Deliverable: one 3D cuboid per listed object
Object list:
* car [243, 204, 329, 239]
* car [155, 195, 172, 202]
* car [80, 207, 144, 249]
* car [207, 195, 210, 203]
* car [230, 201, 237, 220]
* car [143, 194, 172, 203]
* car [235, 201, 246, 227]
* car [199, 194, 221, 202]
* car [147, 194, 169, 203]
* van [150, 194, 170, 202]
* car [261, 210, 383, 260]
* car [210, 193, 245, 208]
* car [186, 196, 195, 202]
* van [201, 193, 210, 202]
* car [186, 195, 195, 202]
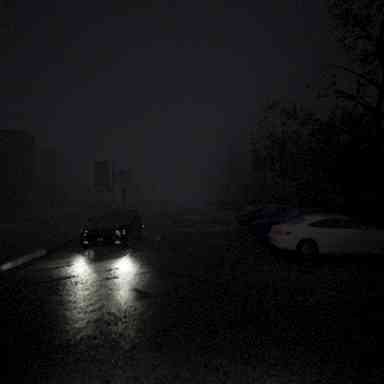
[{"bbox_3d":[5.086,1.455,14.930,5.008,1.535,2.097,0,0,0],"label":"car"},{"bbox_3d":[-7.569,1.805,88.412,4.553,1.767,2.185,0,-2,-1],"label":"car"},{"bbox_3d":[-3.333,1.453,14.629,1.882,1.535,5.008,0,0,0],"label":"car"},{"bbox_3d":[5.029,1.442,48.985,4.674,1.452,2.002,0,0,0],"label":"car"},{"bbox_3d":[5.076,1.485,21.479,4.674,1.452,2.002,0,0,0],"label":"car"},{"bbox_3d":[-7.586,1.512,70.314,5.366,1.575,1.946,0,-1,-1],"label":"car"},{"bbox_3d":[5.074,1.451,18.203,4.892,1.521,2.231,0,0,0],"label":"car"},{"bbox_3d":[4.668,1.625,86.414,5.566,2.045,2.435,0,-2,-1],"label":"car"},{"bbox_3d":[-7.397,1.435,73.235,4.553,1.767,2.185,0,-1,-1],"label":"car"},{"bbox_3d":[-7.339,1.395,76.275,4.442,1.987,1.878,0,-1,-1],"label":"van"},{"bbox_3d":[5.079,1.501,11.781,4.674,1.452,2.002,0,0,0],"label":"car"},{"bbox_3d":[5.103,1.279,45.815,4.553,1.767,2.185,0,0,0],"label":"car"},{"bbox_3d":[-0.306,1.735,78.939,2.033,1.411,5.357,0,-2,-1],"label":"car"},{"bbox_3d":[4.755,1.285,69.781,4.442,1.987,1.878,0,-1,-1],"label":"van"},{"bbox_3d":[-0.427,1.747,89.328,2.097,1.767,4.553,0,-2,2],"label":"car"}]
